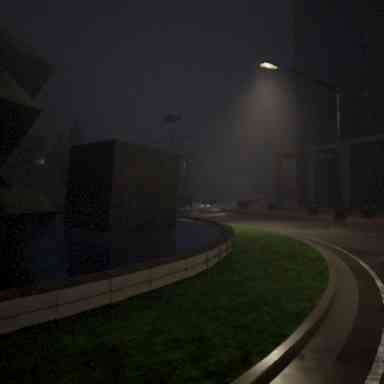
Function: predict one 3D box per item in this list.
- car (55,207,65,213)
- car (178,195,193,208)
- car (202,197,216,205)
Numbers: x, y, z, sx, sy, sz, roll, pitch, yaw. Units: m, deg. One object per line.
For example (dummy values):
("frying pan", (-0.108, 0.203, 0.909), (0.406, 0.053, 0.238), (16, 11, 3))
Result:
("car", (-13.786, 1.952, 38.485), (4.718, 1.301, 1.895), (-1, 0, -16))
("car", (-1.715, 1.489, 52.302), (2.150, 2.045, 5.566), (-1, 0, 22))
("car", (3.538, 1.824, 68.209), (2.033, 1.411, 5.357), (-1, 0, 17))
